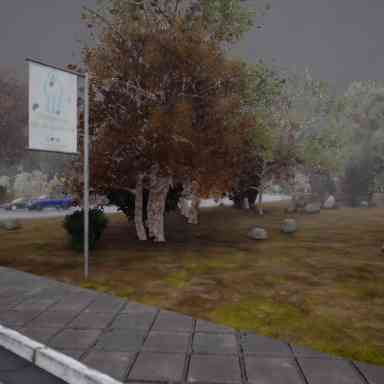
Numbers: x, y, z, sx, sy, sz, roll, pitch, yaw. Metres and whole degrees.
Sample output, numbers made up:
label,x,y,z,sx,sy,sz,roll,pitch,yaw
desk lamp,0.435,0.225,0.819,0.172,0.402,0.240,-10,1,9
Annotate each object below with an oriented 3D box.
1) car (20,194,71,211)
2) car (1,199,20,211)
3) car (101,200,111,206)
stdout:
label,x,y,z,sx,sy,sz,roll,pitch,yaw
car,-17.165,1.213,40.169,2.150,2.045,5.566,0,0,39
car,-20.865,1.499,41.145,1.837,1.490,4.892,0,0,38
car,-12.421,1.302,51.962,2.097,1.767,4.553,0,0,37
